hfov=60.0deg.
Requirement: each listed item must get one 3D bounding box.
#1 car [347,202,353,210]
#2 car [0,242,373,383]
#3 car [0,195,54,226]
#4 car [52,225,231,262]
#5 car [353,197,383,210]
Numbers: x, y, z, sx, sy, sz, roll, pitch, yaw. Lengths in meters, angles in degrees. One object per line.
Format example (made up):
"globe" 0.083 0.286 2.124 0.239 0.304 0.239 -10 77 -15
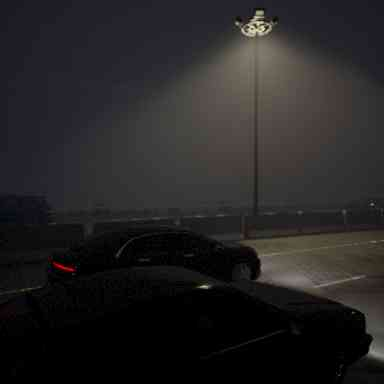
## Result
"car" 22.334 1.527 42.964 5.008 1.535 1.882 0 0 -21
"car" -0.357 1.544 3.425 5.357 1.411 2.033 0 0 -34
"car" -10.463 1.185 17.910 5.566 2.045 2.150 0 0 -34
"car" -0.586 1.500 7.442 4.892 1.490 1.837 0 0 -34
"car" 21.748 1.401 38.977 4.553 1.767 2.097 0 0 -21
